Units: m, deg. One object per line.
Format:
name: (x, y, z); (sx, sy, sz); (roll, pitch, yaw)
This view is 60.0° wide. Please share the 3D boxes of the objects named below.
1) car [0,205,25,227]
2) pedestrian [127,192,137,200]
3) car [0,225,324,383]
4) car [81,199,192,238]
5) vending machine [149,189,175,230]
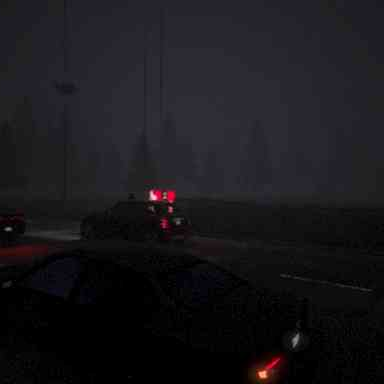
car: (-8.667, 1.101, 12.867); (5.008, 1.535, 1.882); (2, 1, 27)
pedestrian: (-3.115, 0.810, 17.254); (0.375, 1.860, 0.375); (2, 1, 28)
car: (-1.088, 1.454, 4.649); (5.357, 1.411, 2.033); (2, 1, 32)
car: (-2.331, 1.097, 13.398); (4.553, 1.767, 2.097); (2, 1, 31)
vending machine: (-1.598, 0.886, 17.760); (0.880, 2.100, 1.100); (2, 1, 29)
